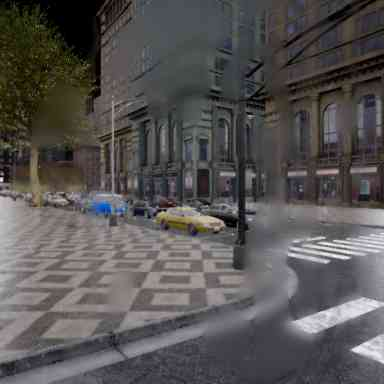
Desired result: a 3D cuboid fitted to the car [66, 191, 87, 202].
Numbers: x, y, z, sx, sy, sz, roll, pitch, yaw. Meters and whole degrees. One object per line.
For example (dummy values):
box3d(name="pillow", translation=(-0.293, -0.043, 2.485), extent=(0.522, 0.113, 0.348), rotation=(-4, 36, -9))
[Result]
box3d(name="car", translation=(-19.064, 0.688, 54.639), extent=(2.097, 1.767, 4.553), rotation=(0, 1, -35))

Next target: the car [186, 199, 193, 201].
box3d(name="car", translation=(0.180, 1.313, 32.033), extent=(1.947, 1.339, 4.313), rotation=(1, 0, -35))

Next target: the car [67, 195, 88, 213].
box3d(name="car", translation=(-10.019, 1.229, 31.694), extent=(2.008, 1.369, 4.403), rotation=(1, 0, -35))

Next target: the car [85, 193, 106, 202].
box3d(name="car", translation=(-16.027, 0.908, 54.973), extent=(2.008, 1.369, 4.403), rotation=(1, 0, -35))

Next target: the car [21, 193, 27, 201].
box3d(name="car", translation=(-26.228, 0.829, 54.636), extent=(2.008, 1.369, 4.403), rotation=(1, 0, -35))

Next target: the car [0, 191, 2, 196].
box3d(name="car", translation=(-45.676, 0.253, 82.162), extent=(1.967, 1.590, 4.097), rotation=(1, 0, -35))

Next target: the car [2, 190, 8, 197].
box3d(name="car", translation=(-42.434, 0.329, 77.574), extent=(1.967, 1.590, 4.097), rotation=(1, 0, -35))

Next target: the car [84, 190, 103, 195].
box3d(name="car", translation=(-9.191, 0.868, 35.132), extent=(2.150, 2.045, 5.566), rotation=(0, 1, -35))

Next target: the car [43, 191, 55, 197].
box3d(name="car", translation=(-35.476, 0.469, 82.496), extent=(1.802, 1.307, 4.206), rotation=(1, 0, -35))

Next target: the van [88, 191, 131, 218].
box3d(name="van", translation=(-6.775, 1.090, 27.105), extent=(1.690, 1.788, 3.998), rotation=(1, 0, -35))

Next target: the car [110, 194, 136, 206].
box3d(name="car", translation=(-9.545, 1.071, 45.799), extent=(2.008, 1.369, 4.403), rotation=(1, 0, -35))

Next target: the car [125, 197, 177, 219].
box3d(name="car", translation=(-3.374, 1.337, 26.890), extent=(1.994, 1.385, 4.181), rotation=(0, 1, -35))

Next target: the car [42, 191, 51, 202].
box3d(name="car", translation=(-19.744, 0.991, 45.461), extent=(2.008, 1.369, 4.403), rotation=(1, 0, -35))

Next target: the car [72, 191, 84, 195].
box3d(name="car", translation=(-15.072, 1.027, 43.531), extent=(1.812, 1.442, 4.674), rotation=(0, 1, -34))

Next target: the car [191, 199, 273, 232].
box3d(name="car", translation=(2.347, 1.369, 18.781), extent=(2.128, 1.511, 4.902), rotation=(0, 1, -35))

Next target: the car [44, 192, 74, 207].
box3d(name="car", translation=(-16.405, 1.050, 40.734), extent=(1.752, 1.417, 4.829), rotation=(1, 0, -35))

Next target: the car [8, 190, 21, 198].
box3d(name="car", translation=(-35.950, 0.482, 68.398), extent=(1.967, 1.590, 4.097), rotation=(1, 0, -35))

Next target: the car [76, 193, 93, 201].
box3d(name="car", translation=(-19.269, 0.858, 59.560), extent=(1.802, 1.307, 4.206), rotation=(1, 0, -35))

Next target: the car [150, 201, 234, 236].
box3d(name="car", translation=(-0.194, 1.397, 17.786), extent=(1.752, 1.417, 4.829), rotation=(1, 0, -35))

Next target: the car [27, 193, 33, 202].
box3d(name="car", translation=(-22.986, 0.909, 50.048), extent=(2.008, 1.369, 4.403), rotation=(1, 0, -35))

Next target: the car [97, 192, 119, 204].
box3d(name="car", translation=(-12.784, 0.878, 50.386), extent=(1.967, 1.590, 4.097), rotation=(1, 0, -35))

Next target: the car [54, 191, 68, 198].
box3d(name="car", translation=(-28.992, 0.585, 73.321), extent=(1.887, 1.381, 4.507), rotation=(1, 0, -35))
